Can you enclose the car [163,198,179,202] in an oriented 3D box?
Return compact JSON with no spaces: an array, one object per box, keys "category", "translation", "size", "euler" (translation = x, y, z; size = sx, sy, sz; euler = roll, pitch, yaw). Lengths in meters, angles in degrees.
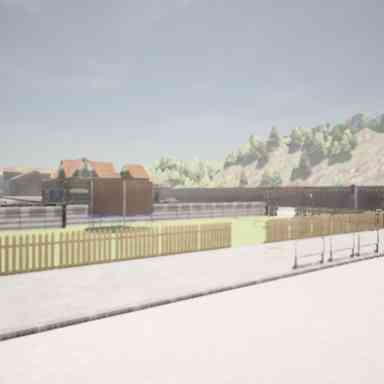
[{"category":"car","translation":[-3.633,1.712,56.991],"size":[2.033,1.411,5.357],"euler":[0,0,-35]}]
